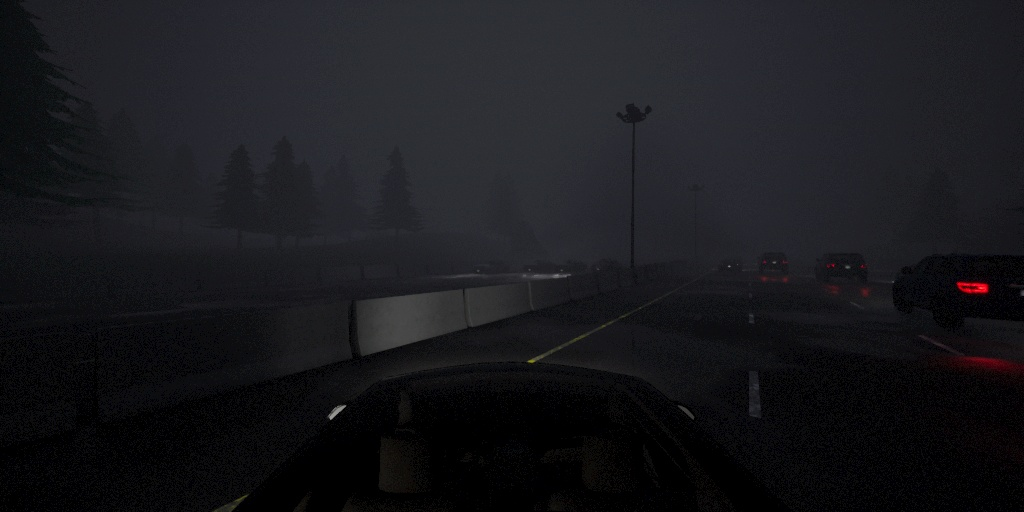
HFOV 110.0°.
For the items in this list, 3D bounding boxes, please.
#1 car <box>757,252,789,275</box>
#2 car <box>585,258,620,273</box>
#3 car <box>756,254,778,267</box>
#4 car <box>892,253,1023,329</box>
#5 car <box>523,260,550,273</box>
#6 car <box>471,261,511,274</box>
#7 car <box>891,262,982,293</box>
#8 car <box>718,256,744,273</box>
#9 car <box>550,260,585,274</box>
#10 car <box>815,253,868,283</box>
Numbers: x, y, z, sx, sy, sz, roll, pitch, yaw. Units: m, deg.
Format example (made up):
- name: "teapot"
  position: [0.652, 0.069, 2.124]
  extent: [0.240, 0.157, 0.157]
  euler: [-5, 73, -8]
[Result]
- name: "car"
  position: [24.953, 0.629, 34.313]
  extent: [2.150, 2.045, 5.566]
  euler: [0, 1, 33]
- name: "car"
  position: [9.624, 0.997, 36.695]
  extent: [2.128, 1.511, 4.902]
  euler: [0, 1, 34]
- name: "car"
  position: [33.184, 0.585, 46.771]
  extent: [2.128, 1.511, 4.902]
  euler: [0, 1, 33]
- name: "car"
  position: [13.415, 0.939, 10.483]
  extent: [2.150, 2.045, 5.566]
  euler: [0, 0, 33]
- name: "car"
  position: [3.084, 1.118, 39.515]
  extent: [1.895, 1.301, 4.718]
  euler: [0, 1, 34]
- name: "car"
  position: [-2.179, 1.171, 37.970]
  extent: [1.895, 1.301, 4.718]
  euler: [0, 1, 34]
- name: "car"
  position: [24.585, 1.131, 21.054]
  extent: [2.033, 1.411, 5.357]
  euler: [0, 1, 34]
- name: "car"
  position: [22.418, 0.957, 36.830]
  extent: [1.994, 1.385, 4.181]
  euler: [0, 1, 34]
- name: "car"
  position: [6.221, 1.115, 37.907]
  extent: [1.895, 1.301, 4.718]
  euler: [0, 1, 34]
- name: "car"
  position: [23.455, 0.761, 25.692]
  extent: [2.150, 2.045, 5.566]
  euler: [0, 1, 33]
